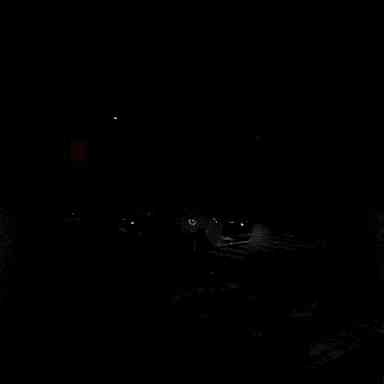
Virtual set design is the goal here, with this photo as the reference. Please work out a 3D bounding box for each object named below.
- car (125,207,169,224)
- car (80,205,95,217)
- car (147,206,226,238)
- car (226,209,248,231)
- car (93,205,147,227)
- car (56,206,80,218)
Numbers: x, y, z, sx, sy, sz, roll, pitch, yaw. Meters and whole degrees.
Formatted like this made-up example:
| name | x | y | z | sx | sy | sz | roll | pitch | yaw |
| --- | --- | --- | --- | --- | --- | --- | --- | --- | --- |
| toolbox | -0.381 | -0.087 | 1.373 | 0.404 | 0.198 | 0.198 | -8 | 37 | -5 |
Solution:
| name | x | y | z | sx | sy | sz | roll | pitch | yaw |
| --- | --- | --- | --- | --- | --- | --- | --- | --- | --- |
| car | -4.192 | 2.082 | 30.290 | 1.895 | 1.301 | 4.718 | 0 | -1 | -36 |
| car | -11.234 | 2.255 | 39.944 | 2.033 | 1.411 | 5.357 | 0 | -1 | -36 |
| car | -0.457 | 1.637 | 19.666 | 2.097 | 1.767 | 4.553 | 0 | -1 | -36 |
| car | 1.643 | 1.801 | 22.302 | 1.837 | 1.490 | 4.892 | 0 | -1 | -36 |
| car | -6.047 | 2.009 | 27.326 | 2.033 | 1.411 | 5.357 | 0 | -1 | -35 |
| car | -14.552 | 2.301 | 38.989 | 1.994 | 1.385 | 4.181 | 0 | -1 | -36 |
